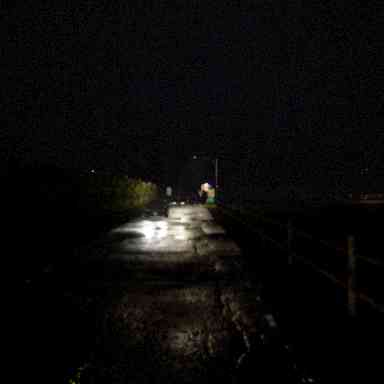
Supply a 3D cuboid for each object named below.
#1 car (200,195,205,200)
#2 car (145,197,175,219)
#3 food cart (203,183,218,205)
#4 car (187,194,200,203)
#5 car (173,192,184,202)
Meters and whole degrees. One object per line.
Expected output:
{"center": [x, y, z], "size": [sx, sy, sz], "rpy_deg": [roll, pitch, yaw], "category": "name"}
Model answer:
{"center": [1.270, 1.269, 80.886], "size": [1.882, 1.535, 5.008], "rpy_deg": [1, 1, 37], "category": "car"}
{"center": [-2.859, 1.434, 28.344], "size": [2.128, 1.511, 4.902], "rpy_deg": [0, 0, 0], "category": "car"}
{"center": [3.129, 0.333, 56.888], "size": [2.280, 3.560, 4.660], "rpy_deg": [1, 1, 0], "category": "food cart"}
{"center": [-0.024, 1.335, 64.938], "size": [2.128, 1.511, 4.902], "rpy_deg": [0, 0, 0], "category": "car"}
{"center": [-2.776, 1.038, 69.754], "size": [2.150, 2.045, 5.566], "rpy_deg": [0, 0, 0], "category": "car"}
